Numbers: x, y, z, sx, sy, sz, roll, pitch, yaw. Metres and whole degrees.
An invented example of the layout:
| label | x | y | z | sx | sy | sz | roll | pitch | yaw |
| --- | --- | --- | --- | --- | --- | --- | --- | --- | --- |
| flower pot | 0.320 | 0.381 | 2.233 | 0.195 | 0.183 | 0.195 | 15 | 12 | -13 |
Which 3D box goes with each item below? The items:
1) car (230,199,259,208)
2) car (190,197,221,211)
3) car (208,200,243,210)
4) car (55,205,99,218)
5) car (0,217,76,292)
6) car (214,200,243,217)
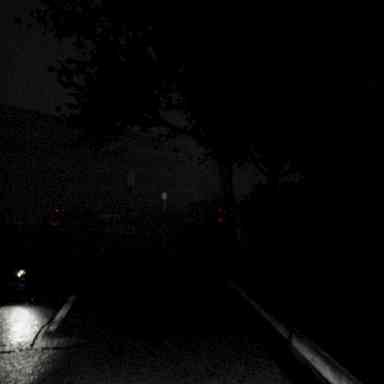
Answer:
| label | x | y | z | sx | sy | sz | roll | pitch | yaw |
| --- | --- | --- | --- | --- | --- | --- | --- | --- | --- |
| car | 9.409 | 2.029 | 59.715 | 4.674 | 1.452 | 2.002 | -1 | 0 | 29 |
| car | 2.432 | 1.711 | 47.430 | 5.566 | 2.045 | 2.435 | -1 | -1 | 29 |
| car | 5.233 | 1.976 | 52.339 | 5.008 | 1.535 | 2.097 | -1 | 0 | 29 |
| car | -11.966 | 2.080 | 35.000 | 2.128 | 1.511 | 4.902 | -1 | 0 | 30 |
| car | -4.802 | 1.695 | 9.565 | 2.033 | 1.411 | 5.357 | -1 | -1 | -10 |
| car | 4.422 | 1.889 | 35.176 | 1.812 | 1.442 | 4.674 | -1 | -1 | 30 |
